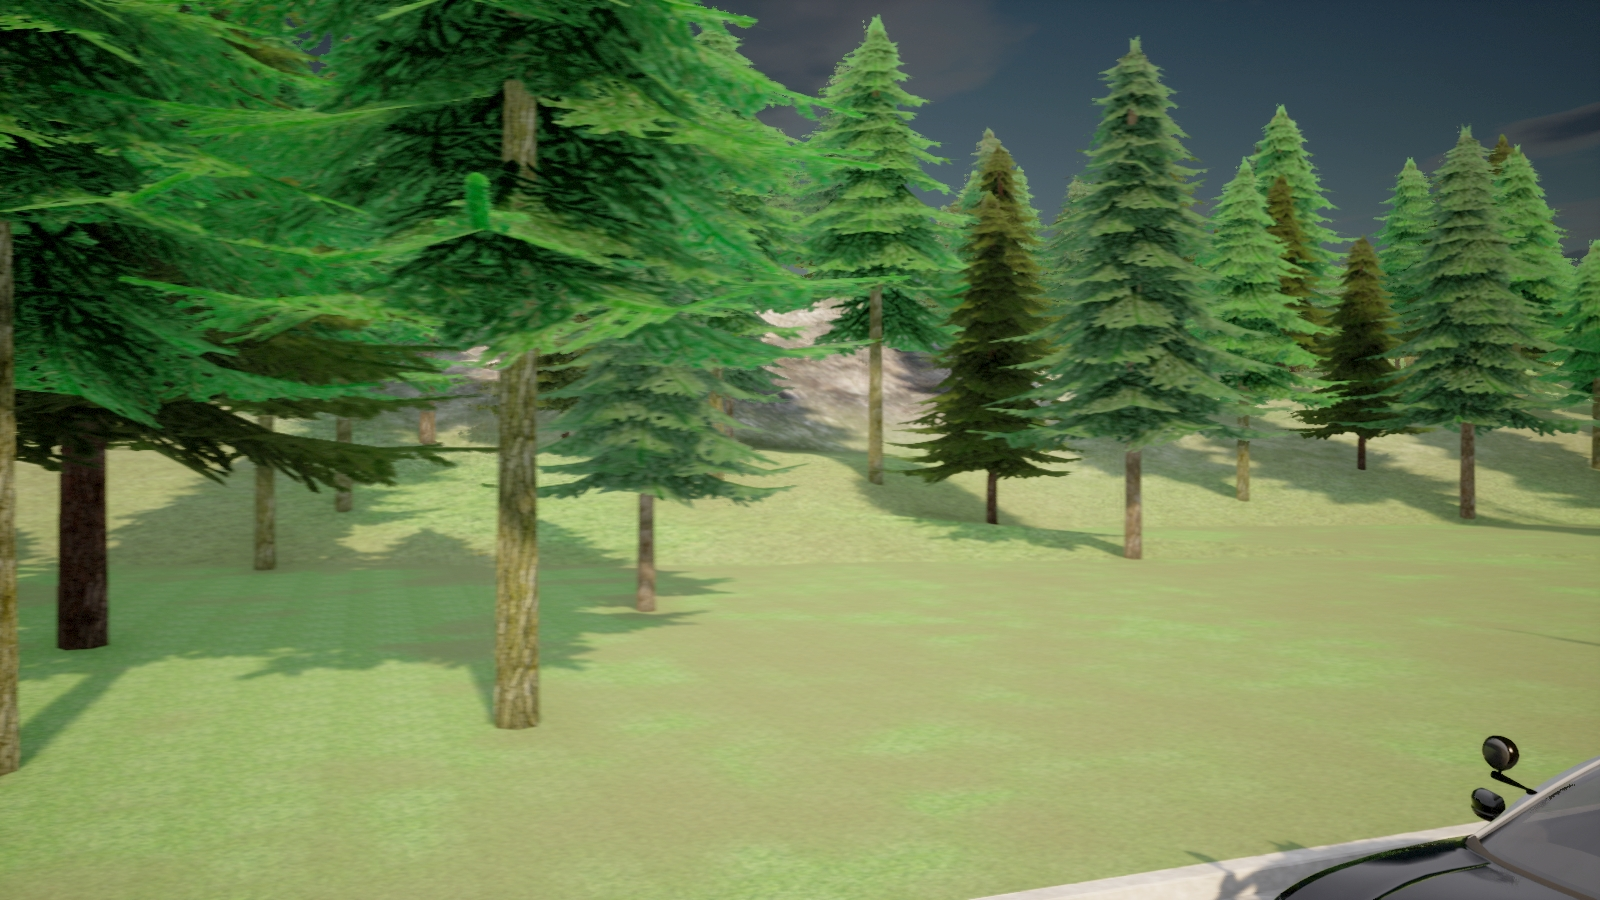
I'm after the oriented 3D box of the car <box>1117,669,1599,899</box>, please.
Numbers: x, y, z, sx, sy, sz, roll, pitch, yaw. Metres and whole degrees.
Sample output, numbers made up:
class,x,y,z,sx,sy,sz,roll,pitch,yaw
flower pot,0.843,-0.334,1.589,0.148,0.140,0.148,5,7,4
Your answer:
class,x,y,z,sx,sy,sz,roll,pitch,yaw
car,4.218,1.982,4.950,5.238,1.638,2.097,0,0,-20
